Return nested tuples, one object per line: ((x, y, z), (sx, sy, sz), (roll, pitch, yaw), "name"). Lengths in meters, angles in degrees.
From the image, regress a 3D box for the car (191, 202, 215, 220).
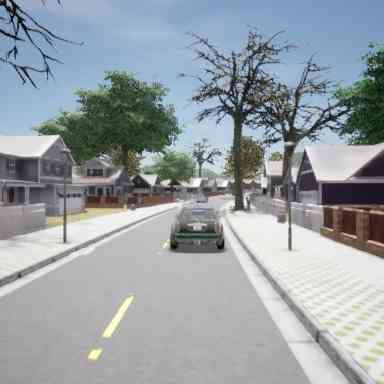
((1.070, 1.606, 29.544), (1.895, 1.301, 4.718), (0, 0, 4), "car")

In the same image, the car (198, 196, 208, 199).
((1.982, 1.490, 62.584), (2.033, 1.411, 5.357), (0, 0, 9), "car")

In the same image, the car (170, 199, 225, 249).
((0.266, 1.365, 14.557), (2.097, 1.767, 4.553), (0, 0, 2), "car")
